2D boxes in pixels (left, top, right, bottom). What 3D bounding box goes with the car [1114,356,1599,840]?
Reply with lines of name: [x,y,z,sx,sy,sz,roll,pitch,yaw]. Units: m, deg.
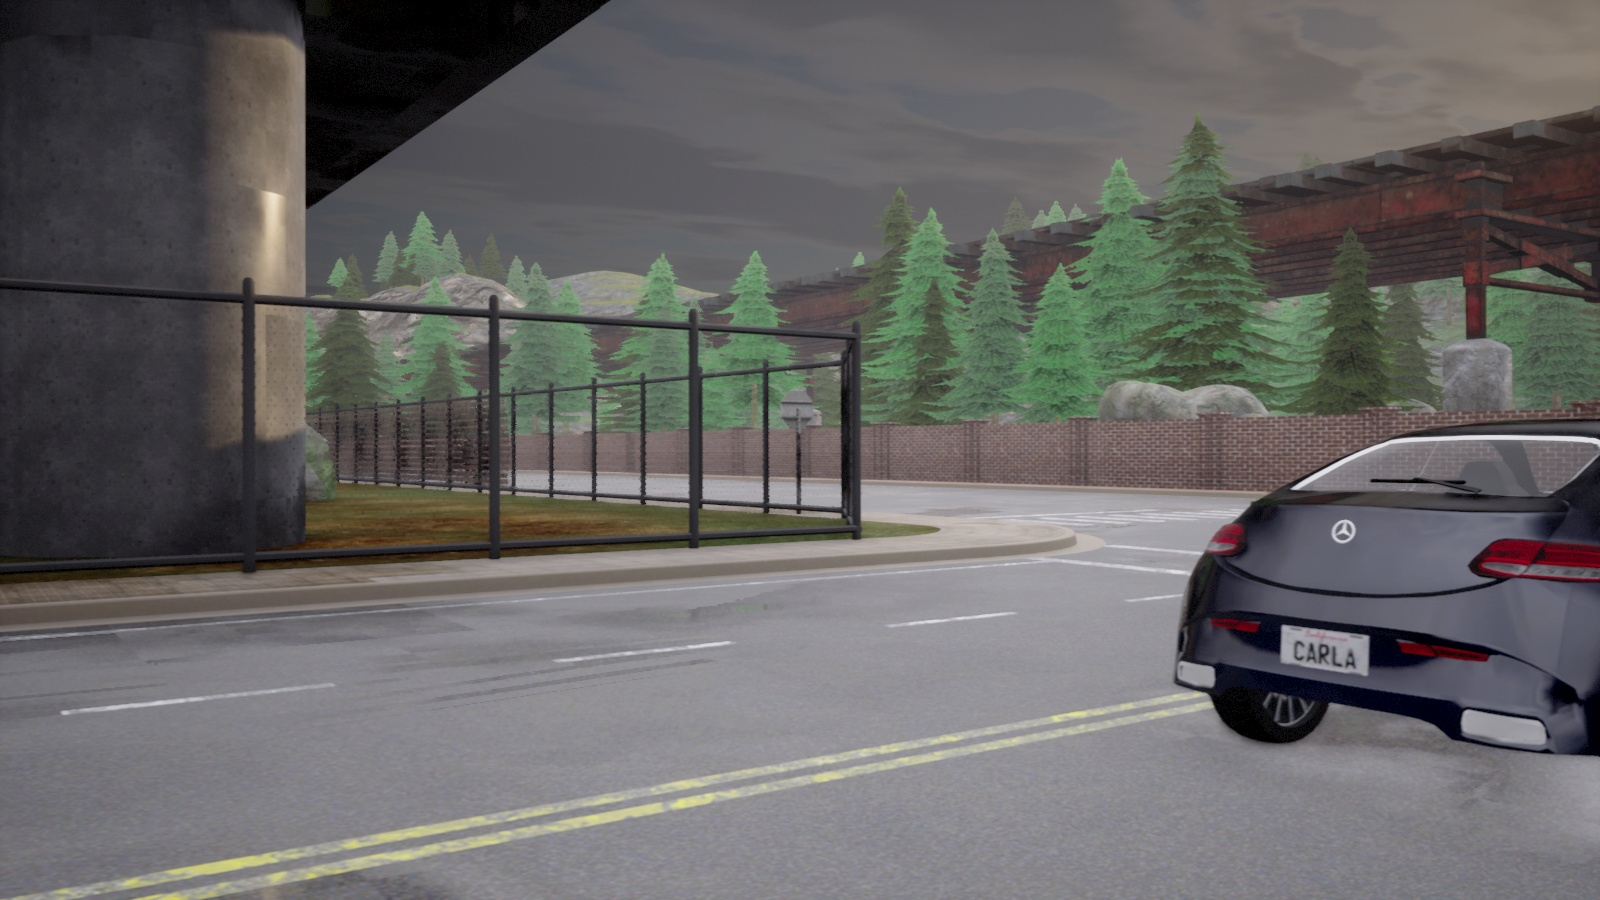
car: [4.186,0.495,6.574,5.027,1.651,2.152,0,0,-35]
